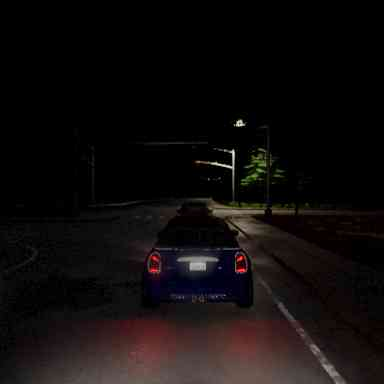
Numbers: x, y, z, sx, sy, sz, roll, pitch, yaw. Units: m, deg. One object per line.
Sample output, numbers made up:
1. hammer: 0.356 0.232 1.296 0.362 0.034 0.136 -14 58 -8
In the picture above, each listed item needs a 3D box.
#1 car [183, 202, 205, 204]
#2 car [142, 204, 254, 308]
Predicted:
1. car: 0.116 1.343 18.214 2.097 1.767 4.553 0 0 0
2. car: 0.106 1.350 8.093 2.097 1.767 4.553 0 0 0
